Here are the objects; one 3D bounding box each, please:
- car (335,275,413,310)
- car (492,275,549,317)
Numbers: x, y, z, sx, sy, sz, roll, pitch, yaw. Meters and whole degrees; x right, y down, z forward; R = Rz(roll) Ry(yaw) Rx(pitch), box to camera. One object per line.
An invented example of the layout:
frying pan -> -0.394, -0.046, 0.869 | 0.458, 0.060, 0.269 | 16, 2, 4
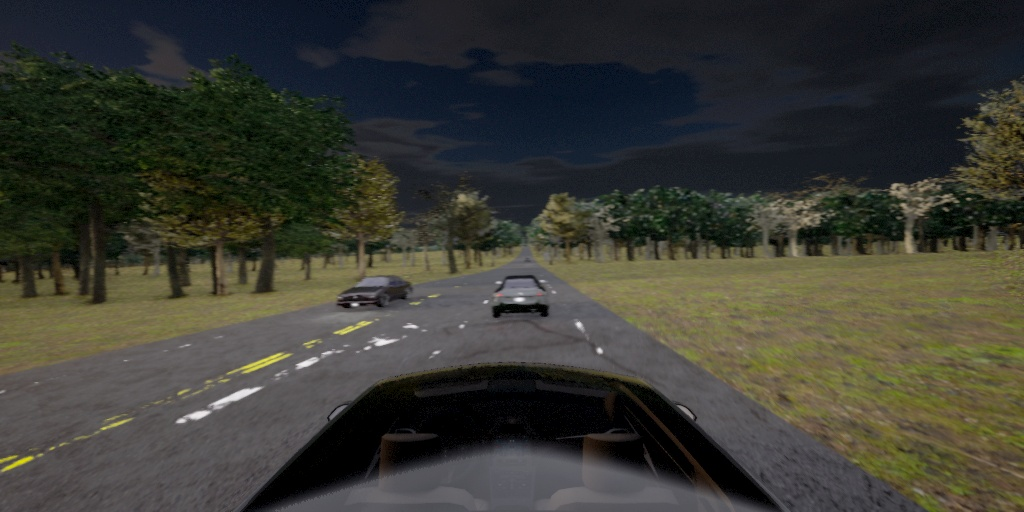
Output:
car -> -6.455, 1.667, 17.601 | 2.033, 1.411, 5.357 | -2, -1, 3
car -> 0.336, 1.419, 13.787 | 1.994, 1.385, 4.181 | -2, -1, 3
